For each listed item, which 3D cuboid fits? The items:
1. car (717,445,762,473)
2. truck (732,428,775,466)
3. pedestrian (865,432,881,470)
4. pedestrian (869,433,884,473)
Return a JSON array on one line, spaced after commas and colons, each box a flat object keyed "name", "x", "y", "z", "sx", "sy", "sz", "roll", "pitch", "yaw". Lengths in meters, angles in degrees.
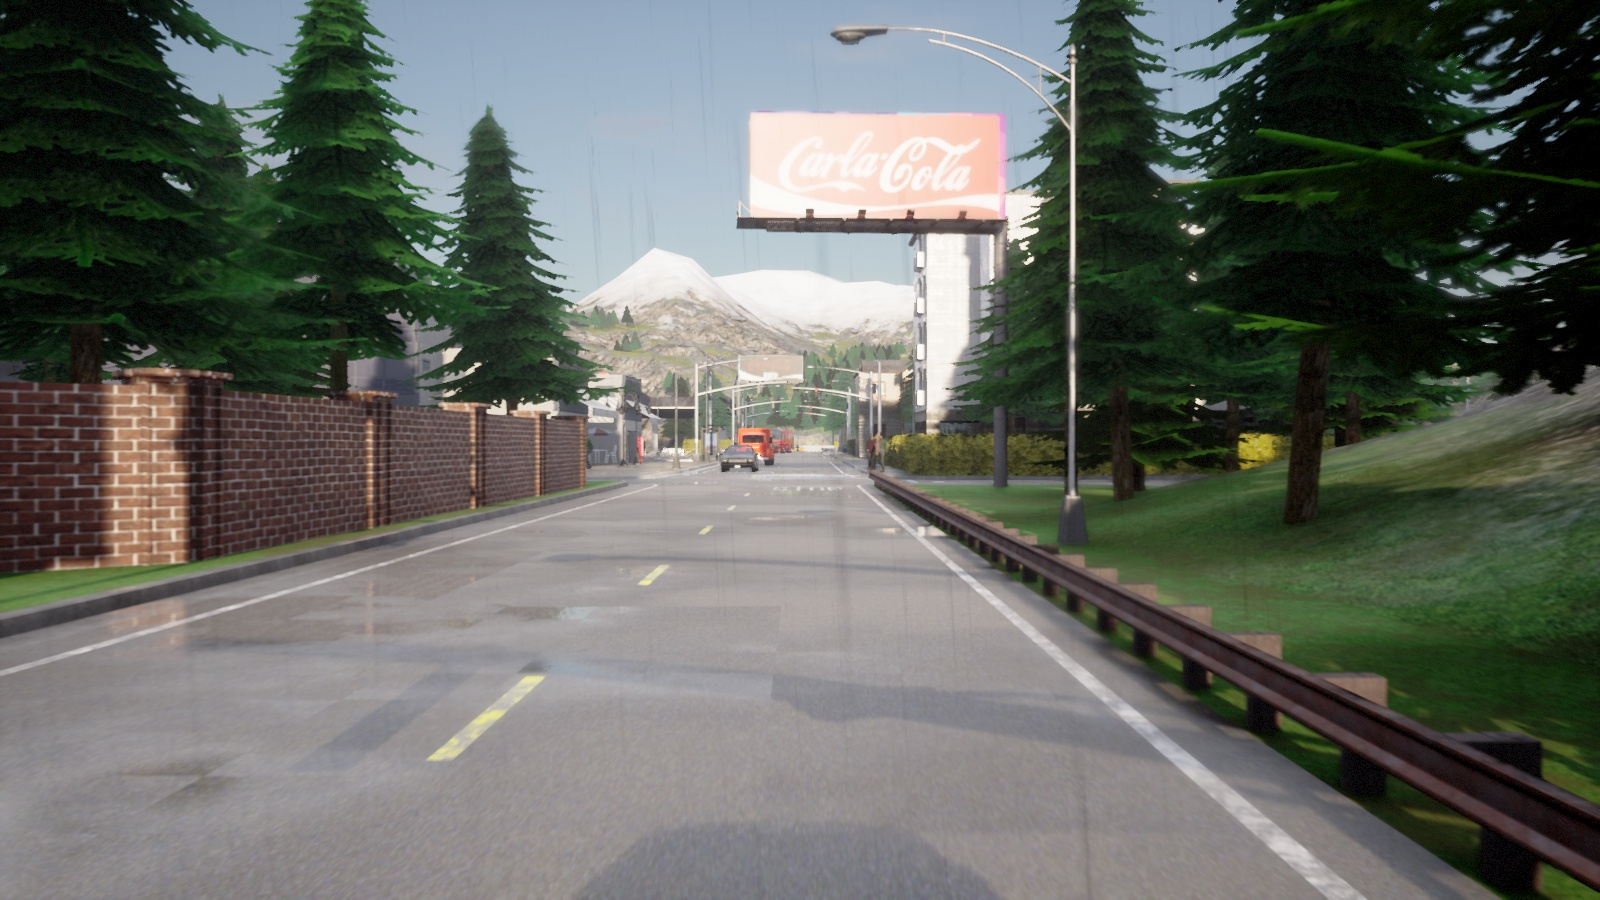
[{"name": "car", "x": -3.112, "y": 0.423, "z": 65.459, "sx": 2.033, "sy": 1.411, "sz": 5.357, "roll": 0, "pitch": 0, "yaw": 0}, {"name": "truck", "x": -3.014, "y": -0.207, "z": 82.668, "sx": 2.627, "sy": 2.467, "sz": 5.204, "roll": 0, "pitch": 0, "yaw": 0}, {"name": "pedestrian", "x": 3.616, "y": 0.056, "z": 62.399, "sx": 0.634, "sy": 1.844, "sz": 0.899, "roll": 0, "pitch": 0, "yaw": -6}, {"name": "pedestrian", "x": 3.580, "y": 0.130, "z": 58.818, "sx": 0.634, "sy": 1.846, "sz": 0.331, "roll": 0, "pitch": 0, "yaw": 30}]
